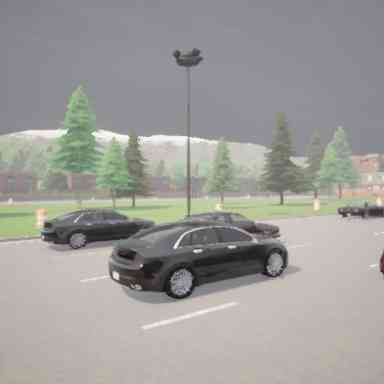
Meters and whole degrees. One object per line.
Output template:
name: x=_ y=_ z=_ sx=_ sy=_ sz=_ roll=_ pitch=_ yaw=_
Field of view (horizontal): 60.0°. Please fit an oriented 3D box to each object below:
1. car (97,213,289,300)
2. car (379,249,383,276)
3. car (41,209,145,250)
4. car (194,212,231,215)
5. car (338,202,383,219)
car: x=0.395 y=1.475 z=8.348 sx=4.892 sy=1.490 sz=1.837 roll=-1 pitch=0 yaw=-35
car: x=6.643 y=1.502 z=8.493 sx=4.181 sy=1.385 sz=1.994 roll=0 pitch=0 yaw=-35
car: x=-3.786 y=1.475 z=14.279 sx=4.892 sy=1.490 sz=1.837 roll=-1 pitch=1 yaw=-36
car: x=1.168 y=1.496 z=13.184 sx=5.357 sy=1.411 sz=2.033 roll=0 pitch=0 yaw=-35
car: x=13.915 y=1.438 z=26.901 sx=4.718 sy=1.301 sz=1.895 roll=0 pitch=0 yaw=-35
